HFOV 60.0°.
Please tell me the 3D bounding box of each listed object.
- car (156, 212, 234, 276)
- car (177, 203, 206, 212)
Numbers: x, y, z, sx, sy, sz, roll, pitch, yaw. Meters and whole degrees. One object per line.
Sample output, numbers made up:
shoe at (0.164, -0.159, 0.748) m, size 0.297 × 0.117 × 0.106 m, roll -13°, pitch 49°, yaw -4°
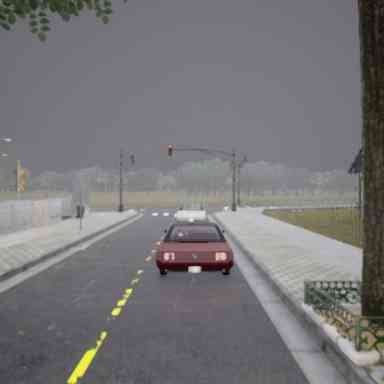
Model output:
car at (0.070, 1.523, 10.043) m, size 1.895 × 1.301 × 4.718 m, roll 0°, pitch 0°, yaw 0°
car at (0.031, 1.450, 23.125) m, size 1.895 × 1.301 × 4.718 m, roll 0°, pitch 0°, yaw 2°
